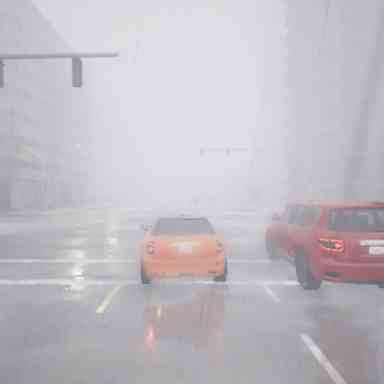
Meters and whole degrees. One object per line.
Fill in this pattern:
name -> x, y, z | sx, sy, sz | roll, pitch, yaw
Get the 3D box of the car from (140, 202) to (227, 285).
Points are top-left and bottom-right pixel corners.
car -> -0.426, 1.355, 9.779 | 2.097, 1.767, 4.553 | 0, 0, -7

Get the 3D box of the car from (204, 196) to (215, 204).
car -> 3.508, 1.551, 66.288 | 1.812, 1.442, 4.674 | 0, 0, 0

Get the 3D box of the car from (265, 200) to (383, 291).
car -> 3.593, 1.225, 9.144 | 2.150, 2.045, 5.566 | 0, 0, 0

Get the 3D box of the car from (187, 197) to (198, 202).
car -> 0.122, 1.549, 60.385 | 1.812, 1.442, 4.674 | 0, 0, 0
